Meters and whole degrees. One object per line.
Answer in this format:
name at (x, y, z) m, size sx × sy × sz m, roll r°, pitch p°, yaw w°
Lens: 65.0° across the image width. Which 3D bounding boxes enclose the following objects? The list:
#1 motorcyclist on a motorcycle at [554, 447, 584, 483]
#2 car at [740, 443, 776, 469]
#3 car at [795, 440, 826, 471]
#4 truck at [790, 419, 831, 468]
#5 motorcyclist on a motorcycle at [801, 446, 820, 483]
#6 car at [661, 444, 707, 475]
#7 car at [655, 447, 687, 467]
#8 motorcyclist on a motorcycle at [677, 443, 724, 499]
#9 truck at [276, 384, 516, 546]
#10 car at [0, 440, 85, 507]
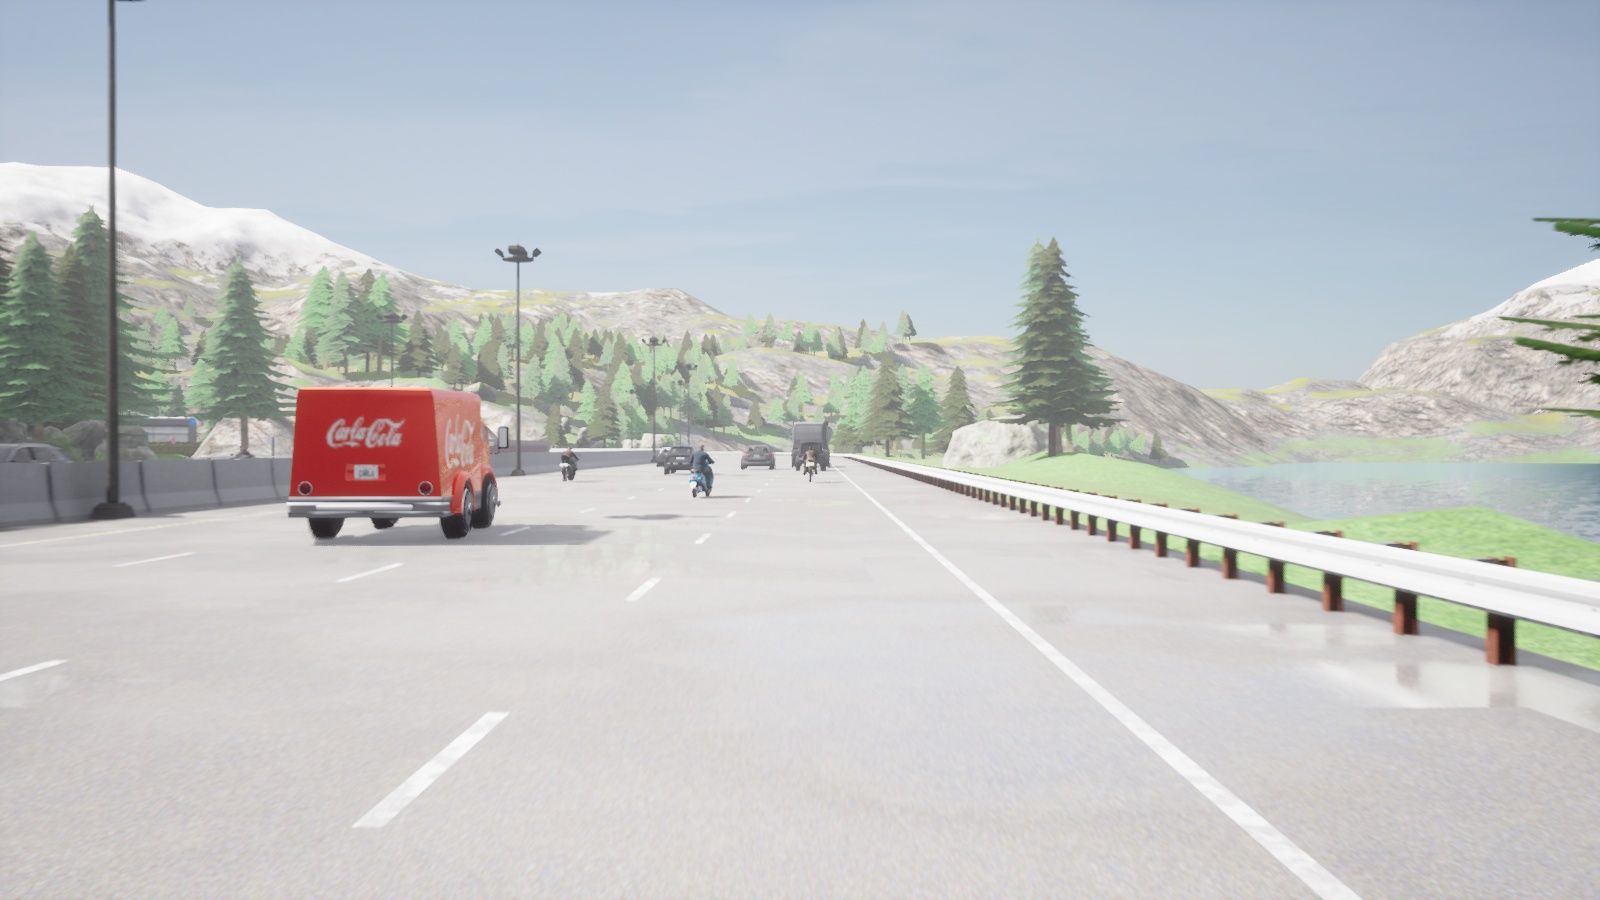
motorcyclist on a motorcycle at (-10.042, 0.646, 54.614) m, size 0.866 × 1.530 × 2.191 m, roll 0°, pitch 0°, yaw 0°
car at (-2.786, 0.391, 84.426) m, size 2.242 × 1.667 × 4.611 m, roll 0°, pitch 0°, yaw 0°
car at (0.663, 0.357, 78.284) m, size 1.905 × 1.878 × 3.866 m, roll 0°, pitch 0°, yaw 0°
truck at (0.787, -0.452, 92.915) m, size 2.891 × 3.462 × 7.936 m, roll 0°, pitch 0°, yaw 1°
motorcyclist on a motorcycle at (0.446, 0.605, 53.191) m, size 0.797 × 1.523 × 2.044 m, roll 0°, pitch 0°, yaw 0°
car at (-6.411, 0.508, 69.903) m, size 2.033 × 1.649 × 4.856 m, roll 0°, pitch 0°, yaw 1°
car at (-9.697, 0.482, 94.811) m, size 1.970 × 1.475 × 3.806 m, roll 0°, pitch 0°, yaw 0°
motorcyclist on a motorcycle at (-2.913, 0.612, 37.042) m, size 0.866 × 1.590 × 1.817 m, roll 0°, pitch 0°, yaw 13°
truck at (-6.743, 0.207, 21.740) m, size 2.627 × 2.467 × 5.204 m, roll 0°, pitch 0°, yaw -2°
car at (-20.734, 0.586, 32.157) m, size 2.033 × 1.649 × 4.856 m, roll 0°, pitch 0°, yaw 0°
